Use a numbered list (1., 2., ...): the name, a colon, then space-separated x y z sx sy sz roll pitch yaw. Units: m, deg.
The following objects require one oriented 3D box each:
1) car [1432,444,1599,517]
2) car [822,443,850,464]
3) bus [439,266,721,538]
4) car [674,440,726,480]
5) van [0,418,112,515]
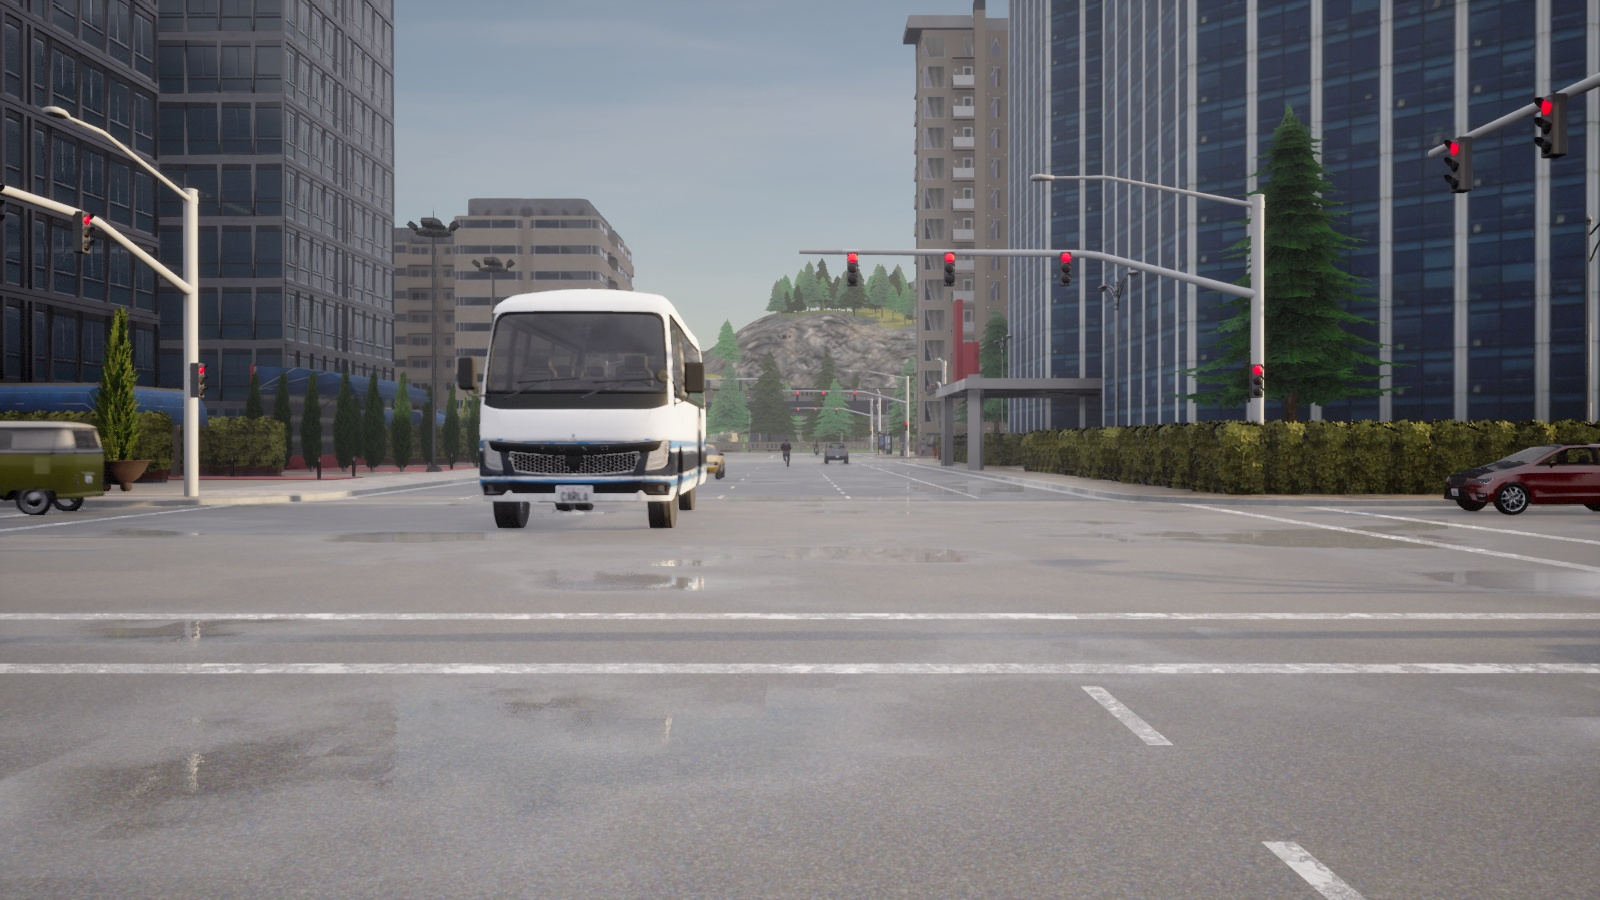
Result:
1. car: 15.923 0.623 26.546 4.193 1.474 1.816 0 0 0
2. car: 2.558 0.254 89.749 1.845 1.501 3.633 0 0 -1
3. bus: -3.762 -0.773 24.797 3.944 4.253 10.273 0 0 -1
4. car: -4.103 0.387 52.240 1.801 1.575 5.366 0 0 -1
5. van: -17.272 0.335 26.535 4.442 1.987 1.775 0 0 -6
